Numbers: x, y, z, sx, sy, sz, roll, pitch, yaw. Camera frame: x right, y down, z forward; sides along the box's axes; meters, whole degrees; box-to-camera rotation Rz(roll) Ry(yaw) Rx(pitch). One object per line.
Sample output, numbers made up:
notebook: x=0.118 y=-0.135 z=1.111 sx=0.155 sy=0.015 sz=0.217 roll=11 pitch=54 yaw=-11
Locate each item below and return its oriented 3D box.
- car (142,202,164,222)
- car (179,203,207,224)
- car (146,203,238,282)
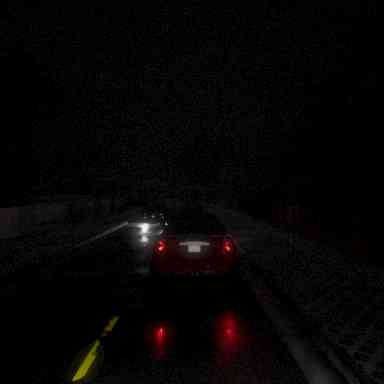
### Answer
car: x=-2.846 y=1.587 z=26.915 sx=1.837 sy=1.490 sz=4.892 roll=0 pitch=0 yaw=0
car: x=0.077 y=1.629 z=26.778 sx=2.033 sy=1.411 sz=5.357 roll=0 pitch=0 yaw=0
car: x=0.068 y=1.365 z=9.916 sx=2.097 sy=1.767 sz=4.553 roll=0 pitch=0 yaw=0
